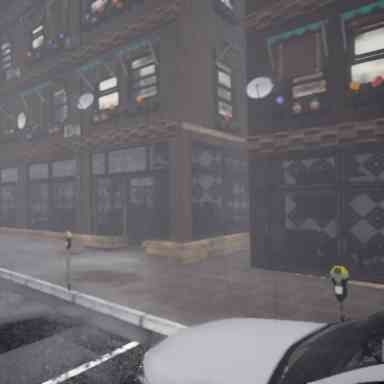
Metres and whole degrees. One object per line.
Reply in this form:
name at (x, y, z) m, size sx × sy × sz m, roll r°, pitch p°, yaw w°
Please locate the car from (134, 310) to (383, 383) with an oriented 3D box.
car at (1.594, 1.547, 2.083) m, size 4.674 × 1.442 × 1.812 m, roll 0°, pitch 0°, yaw 38°
